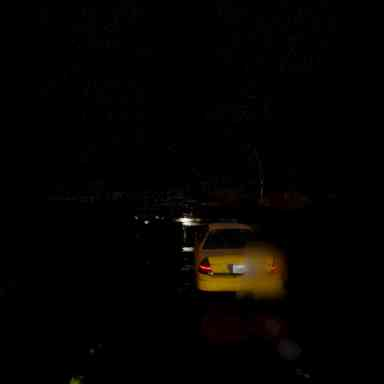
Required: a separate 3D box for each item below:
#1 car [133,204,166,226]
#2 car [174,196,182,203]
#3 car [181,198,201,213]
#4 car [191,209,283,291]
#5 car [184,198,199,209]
[{"bbox_3d":[-2.901,1.542,23.853,2.033,1.411,5.357,0,0,0],"label":"car"},{"bbox_3d":[-2.897,1.591,70.220,1.895,1.301,4.718,0,0,0],"label":"car"},{"bbox_3d":[-0.002,1.517,37.440,1.812,1.442,4.674,0,0,0],"label":"car"},{"bbox_3d":[0.944,1.453,8.944,1.801,1.575,5.366,0,0,0],"label":"car"},{"bbox_3d":[-0.073,1.554,46.331,1.994,1.385,4.181,0,0,1],"label":"car"}]
